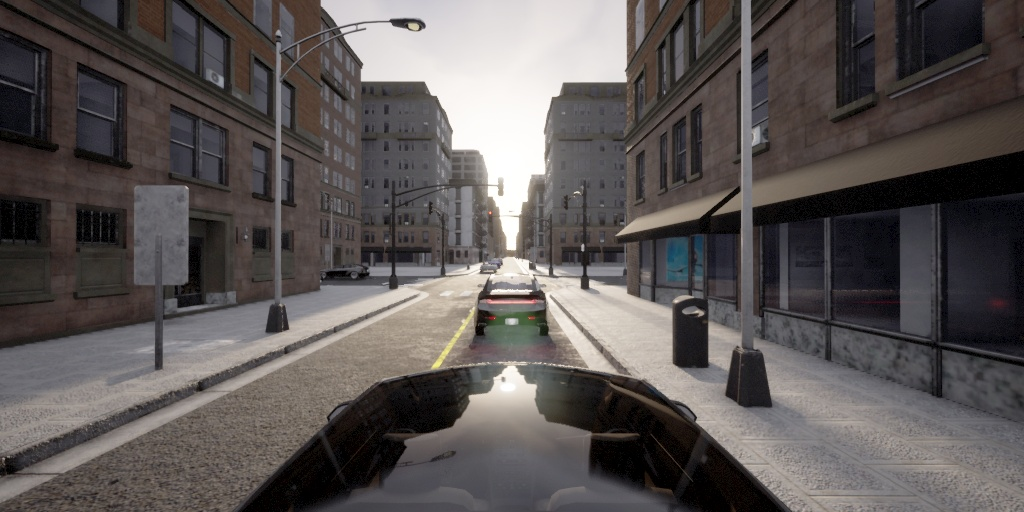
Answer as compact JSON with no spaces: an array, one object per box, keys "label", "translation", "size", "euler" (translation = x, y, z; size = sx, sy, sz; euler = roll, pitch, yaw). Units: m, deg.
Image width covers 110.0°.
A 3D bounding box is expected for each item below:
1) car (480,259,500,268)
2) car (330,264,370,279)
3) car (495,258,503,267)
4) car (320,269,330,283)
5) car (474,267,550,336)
[{"label":"car","translation":[-2.853,1.324,43.688],"size":[1.895,1.301,4.718],"euler":[0,0,0]},{"label":"car","translation":[-14.768,1.329,31.558],"size":[4.313,1.339,1.948],"euler":[0,0,0]},{"label":"car","translation":[-2.842,1.181,58.021],"size":[1.882,1.535,5.008],"euler":[0,0,0]},{"label":"car","translation":[-14.773,1.288,23.532],"size":[4.313,1.339,1.948],"euler":[0,0,0]},{"label":"car","translation":[-0.001,1.241,10.388],"size":[2.128,1.511,4.902],"euler":[0,0,0]}]
